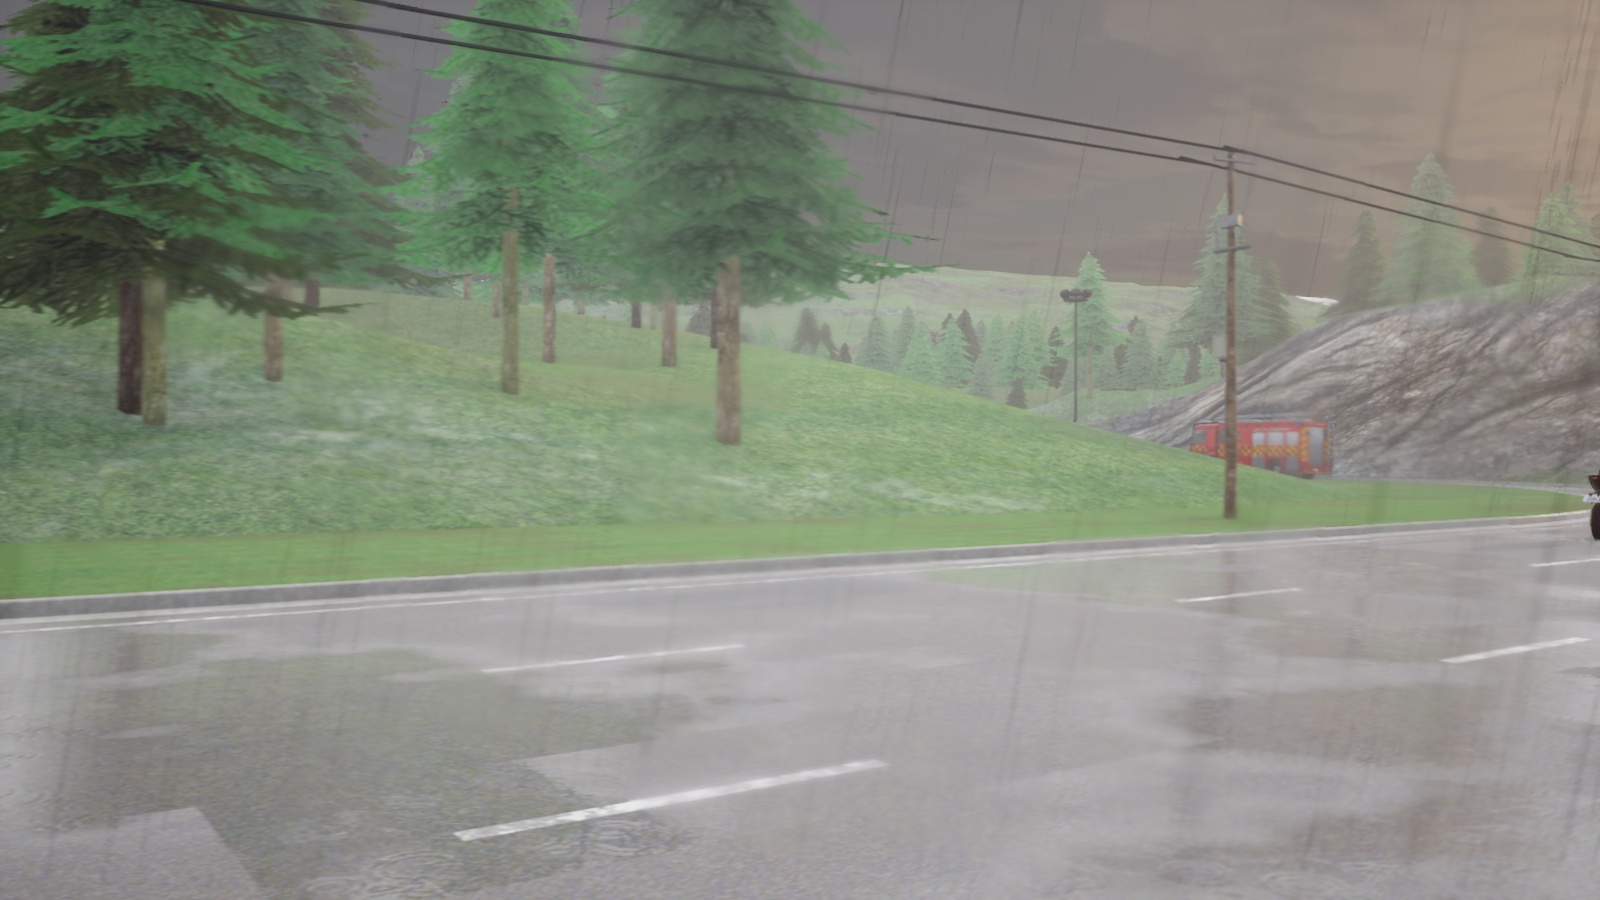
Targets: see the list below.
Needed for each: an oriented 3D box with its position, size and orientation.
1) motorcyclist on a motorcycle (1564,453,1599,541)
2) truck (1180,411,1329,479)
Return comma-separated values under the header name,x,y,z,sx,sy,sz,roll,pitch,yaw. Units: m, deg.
name,x,y,z,sx,sy,sz,roll,pitch,yaw
motorcyclist on a motorcycle,14.679,0.819,22.595,2.191,1.530,0.866,0,0,-38
truck,26.825,-0.255,74.593,2.891,3.827,8.468,0,0,-30
